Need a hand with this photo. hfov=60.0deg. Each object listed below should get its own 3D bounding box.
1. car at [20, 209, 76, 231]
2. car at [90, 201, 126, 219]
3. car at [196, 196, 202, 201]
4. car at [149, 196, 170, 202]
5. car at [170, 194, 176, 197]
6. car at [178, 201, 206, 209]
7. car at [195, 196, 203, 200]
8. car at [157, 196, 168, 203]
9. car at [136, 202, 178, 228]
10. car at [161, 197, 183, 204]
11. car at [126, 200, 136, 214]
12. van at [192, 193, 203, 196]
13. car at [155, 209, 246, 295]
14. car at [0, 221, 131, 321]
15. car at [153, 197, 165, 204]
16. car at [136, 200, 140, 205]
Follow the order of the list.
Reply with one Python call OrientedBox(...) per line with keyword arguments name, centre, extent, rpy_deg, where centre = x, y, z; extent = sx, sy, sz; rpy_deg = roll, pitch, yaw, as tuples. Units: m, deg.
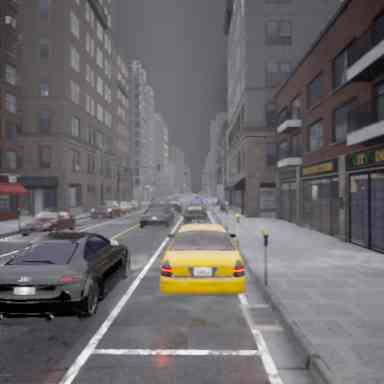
OrientedBox(name="car", centre=(-7.901, 1.654, 18.692), extent=(1.802, 1.307, 4.206), rpy_deg=(0, 0, 1))
OrientedBox(name="car", centre=(-7.624, 1.532, 29.726), extent=(1.967, 1.590, 4.097), rpy_deg=(0, 0, 1))
OrientedBox(name="car", centre=(1.929, 1.734, 90.357), extent=(1.802, 1.307, 4.206), rpy_deg=(0, 0, 1))
OrientedBox(name="car", centre=(-4.615, 1.457, 44.460), extent=(2.097, 1.767, 4.553), rpy_deg=(0, 0, 1))
OrientedBox(name="car", centre=(-6.098, 1.716, 90.382), extent=(1.752, 1.417, 4.829), rpy_deg=(0, 0, 1))
OrientedBox(name="car", centre=(0.261, 1.594, 24.014), extent=(2.008, 1.369, 4.403), rpy_deg=(0, 0, 1))
OrientedBox(name="car", centre=(0.537, 1.503, 35.049), extent=(1.967, 1.590, 4.097), rpy_deg=(0, 0, 1))
OrientedBox(name="car", centre=(-6.522, 1.710, 73.511), extent=(1.887, 1.381, 4.507), rpy_deg=(0, 0, 1))
OrientedBox(name="car", centre=(-2.308, 1.617, 22.811), extent=(1.994, 1.385, 4.181), rpy_deg=(0, 0, 1))
OrientedBox(name="car", centre=(-2.052, 1.604, 37.015), extent=(1.812, 1.442, 4.674), rpy_deg=(0, 0, 1))
OrientedBox(name="car", centre=(-7.489, 1.626, 35.072), extent=(1.752, 1.417, 4.829), rpy_deg=(0, 0, 1))
OrientedBox(name="van", centre=(1.357, 1.459, 67.639), extent=(1.690, 1.788, 3.998), rpy_deg=(0, 0, 1))
OrientedBox(name="car", centre=(0.265, 1.472, 8.786), extent=(1.801, 1.575, 5.366), rpy_deg=(0, 0, 1))
OrientedBox(name="car", centre=(-2.692, 1.591, 7.453), extent=(1.994, 1.385, 4.181), rpy_deg=(0, 0, 1))
OrientedBox(name="car", centre=(-6.665, 1.707, 67.832), extent=(2.008, 1.369, 4.403), rpy_deg=(0, 0, 1))
OrientedBox(name="car", centre=(-7.346, 1.662, 40.759), extent=(2.008, 1.369, 4.403), rpy_deg=(0, 0, 1))
